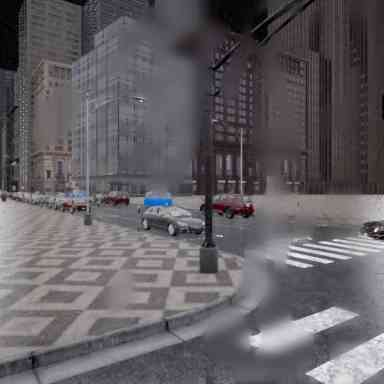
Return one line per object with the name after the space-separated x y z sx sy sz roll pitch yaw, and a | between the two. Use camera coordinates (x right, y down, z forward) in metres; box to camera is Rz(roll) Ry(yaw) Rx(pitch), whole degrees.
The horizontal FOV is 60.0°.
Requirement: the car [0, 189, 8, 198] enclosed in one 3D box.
-39.130 0.611 70.273 1.947 1.339 4.313 1 0 -36 | car

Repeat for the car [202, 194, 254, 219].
2.712 1.050 26.345 2.192 1.841 5.009 1 0 -36 | car

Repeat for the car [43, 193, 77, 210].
-13.752 1.074 34.729 2.008 1.369 4.403 1 0 -36 | car

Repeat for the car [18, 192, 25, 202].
-23.269 0.874 48.059 2.008 1.369 4.403 1 0 -36 | car

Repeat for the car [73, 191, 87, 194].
-16.199 0.967 48.388 1.895 1.301 4.718 0 1 -36 | car

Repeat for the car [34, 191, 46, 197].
-38.534 0.495 84.109 1.887 1.381 4.507 0 0 -36 | car

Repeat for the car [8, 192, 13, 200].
-29.613 0.747 56.945 1.887 1.381 4.507 1 0 -36 | car

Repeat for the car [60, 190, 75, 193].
-21.923 0.778 56.405 1.812 1.442 4.674 0 1 -35 | car

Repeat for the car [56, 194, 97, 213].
-10.580 1.139 30.287 1.887 1.381 4.507 1 0 -36 | car

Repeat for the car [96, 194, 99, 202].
-13.154 0.934 48.564 2.008 1.369 4.403 1 0 -36 | car

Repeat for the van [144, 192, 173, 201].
-3.633 0.930 35.232 1.690 1.788 3.998 1 0 -36 | van

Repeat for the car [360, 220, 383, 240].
10.213 1.515 14.082 5.357 1.411 2.033 1 1 8 | car

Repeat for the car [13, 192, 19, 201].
-26.440 0.702 52.502 1.967 1.590 4.097 1 0 -36 | car

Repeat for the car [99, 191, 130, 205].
-9.978 0.766 44.119 2.192 1.841 5.009 1 0 -36 | car

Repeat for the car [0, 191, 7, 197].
-45.374 0.482 79.020 1.752 1.417 4.829 1 0 -36 | car

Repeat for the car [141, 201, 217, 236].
-1.065 1.367 16.959 2.008 1.369 4.403 1 0 -36 | car

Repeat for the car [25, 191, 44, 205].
-20.097 0.939 43.616 2.008 1.369 4.403 1 0 -36 | car
